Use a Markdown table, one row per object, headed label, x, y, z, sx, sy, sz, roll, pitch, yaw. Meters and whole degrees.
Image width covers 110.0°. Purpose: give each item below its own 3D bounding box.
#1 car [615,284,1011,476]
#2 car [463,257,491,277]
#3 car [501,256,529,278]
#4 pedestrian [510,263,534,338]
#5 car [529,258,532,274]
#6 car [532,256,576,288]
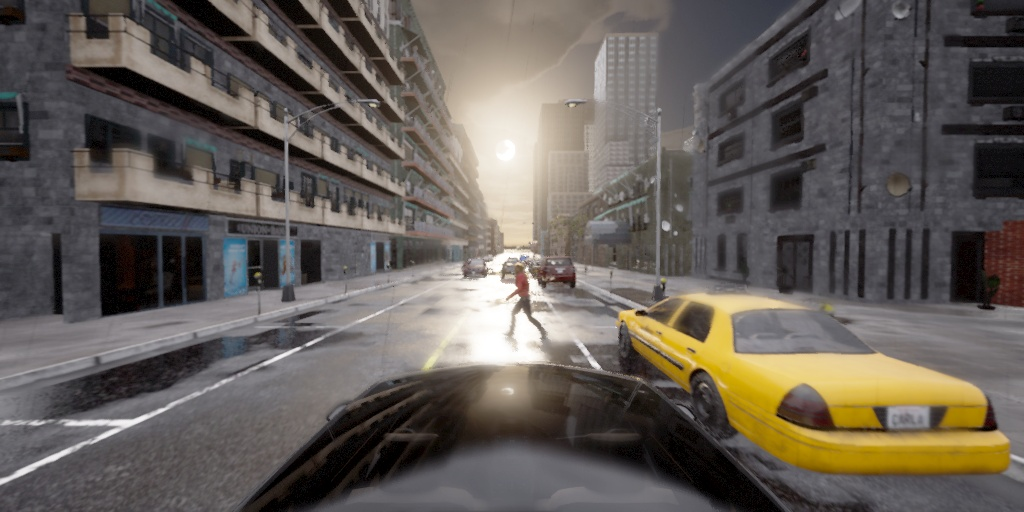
| label | x | y | z | sx | sy | sz | roll | pitch | yaw |
| --- | --- | --- | --- | --- | --- | --- | --- | --- | --- |
| car | 2.999 | 1.179 | 5.275 | 1.801 | 1.575 | 5.366 | 0 | 0 | 0 |
| car | -3.106 | 1.054 | 31.399 | 1.812 | 1.442 | 4.674 | 0 | 0 | 0 |
| car | 0.073 | 1.029 | 30.313 | 2.128 | 1.511 | 4.902 | 0 | 1 | 0 |
| pedestrian | 0.226 | 0.996 | 8.249 | 0.375 | 1.860 | 0.375 | -1 | 1 | 0 |
| car | 2.670 | 1.041 | 33.255 | 1.751 | 1.417 | 4.829 | 0 | 0 | 0 |
| car | 2.650 | 0.914 | 21.926 | 2.192 | 1.841 | 5.009 | 0 | 0 | 0 |
